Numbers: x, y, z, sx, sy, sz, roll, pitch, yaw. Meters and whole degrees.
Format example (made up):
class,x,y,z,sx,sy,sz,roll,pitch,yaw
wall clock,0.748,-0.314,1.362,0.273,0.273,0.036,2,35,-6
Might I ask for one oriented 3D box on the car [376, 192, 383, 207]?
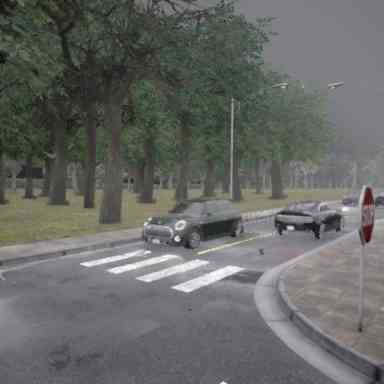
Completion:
class,x,y,z,sx,sy,sz,roll,pitch,yaw
car,19.338,0.675,32.363,1.882,1.535,5.008,1,2,39

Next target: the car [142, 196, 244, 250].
class,x,y,z,sx,sy,sz,roll,pitch,yaw
car,0.165,1.077,13.268,2.097,1.767,4.553,1,2,39

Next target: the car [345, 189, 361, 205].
class,x,y,z,sx,sy,sz,roll,pitch,yaw
car,17.090,0.505,34.239,2.097,1.767,4.553,1,2,39

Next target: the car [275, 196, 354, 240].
class,x,y,z,sx,sy,sz,roll,pitch,yaw
car,5.457,1.159,15.138,2.128,1.511,4.902,1,2,39
